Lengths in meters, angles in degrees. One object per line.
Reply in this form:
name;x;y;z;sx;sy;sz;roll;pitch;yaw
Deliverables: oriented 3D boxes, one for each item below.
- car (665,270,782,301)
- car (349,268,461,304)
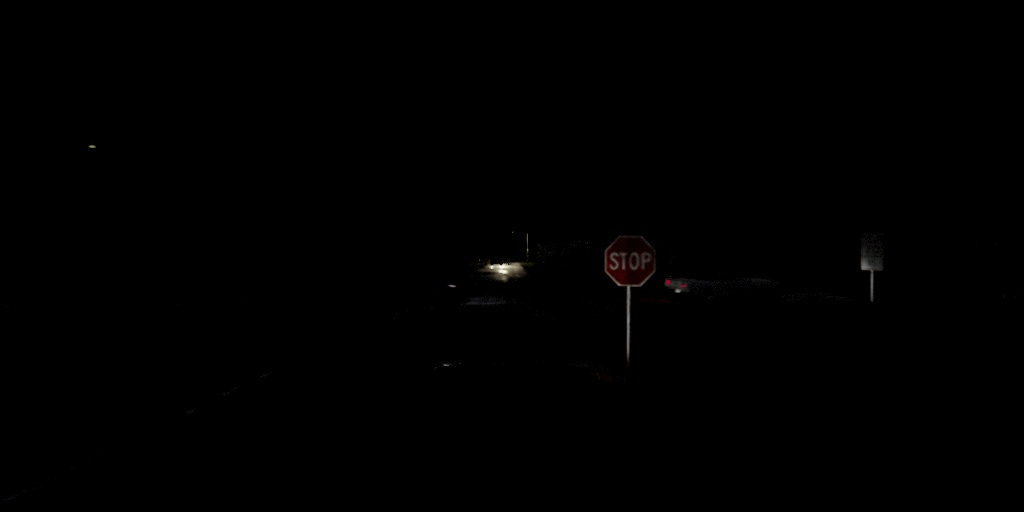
car;9.878;1.324;16.835;4.718;1.301;1.895;0;1;-6
car;-4.581;1.261;15.665;4.674;1.442;1.812;0;0;-4
